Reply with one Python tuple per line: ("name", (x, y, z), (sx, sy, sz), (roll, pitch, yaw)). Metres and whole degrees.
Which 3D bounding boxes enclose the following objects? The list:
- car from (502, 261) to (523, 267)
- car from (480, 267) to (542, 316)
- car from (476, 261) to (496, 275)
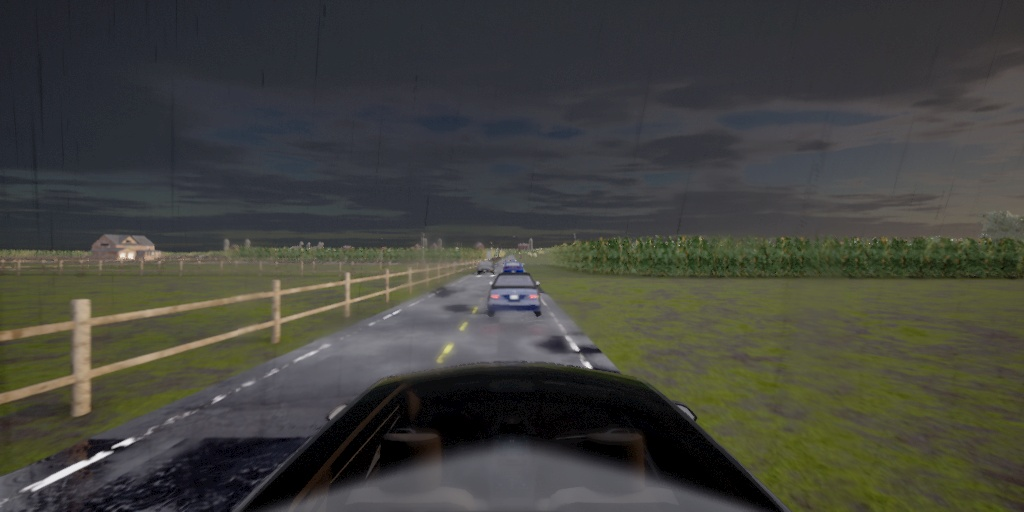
("car", (0.097, 1.250, 34.936), (1.882, 1.535, 5.008), (0, 0, 0))
("car", (0.086, 1.312, 13.500), (2.033, 1.411, 5.357), (0, 0, 0))
("car", (-2.842, 1.276, 39.973), (1.837, 1.490, 4.892), (0, 0, 0))
